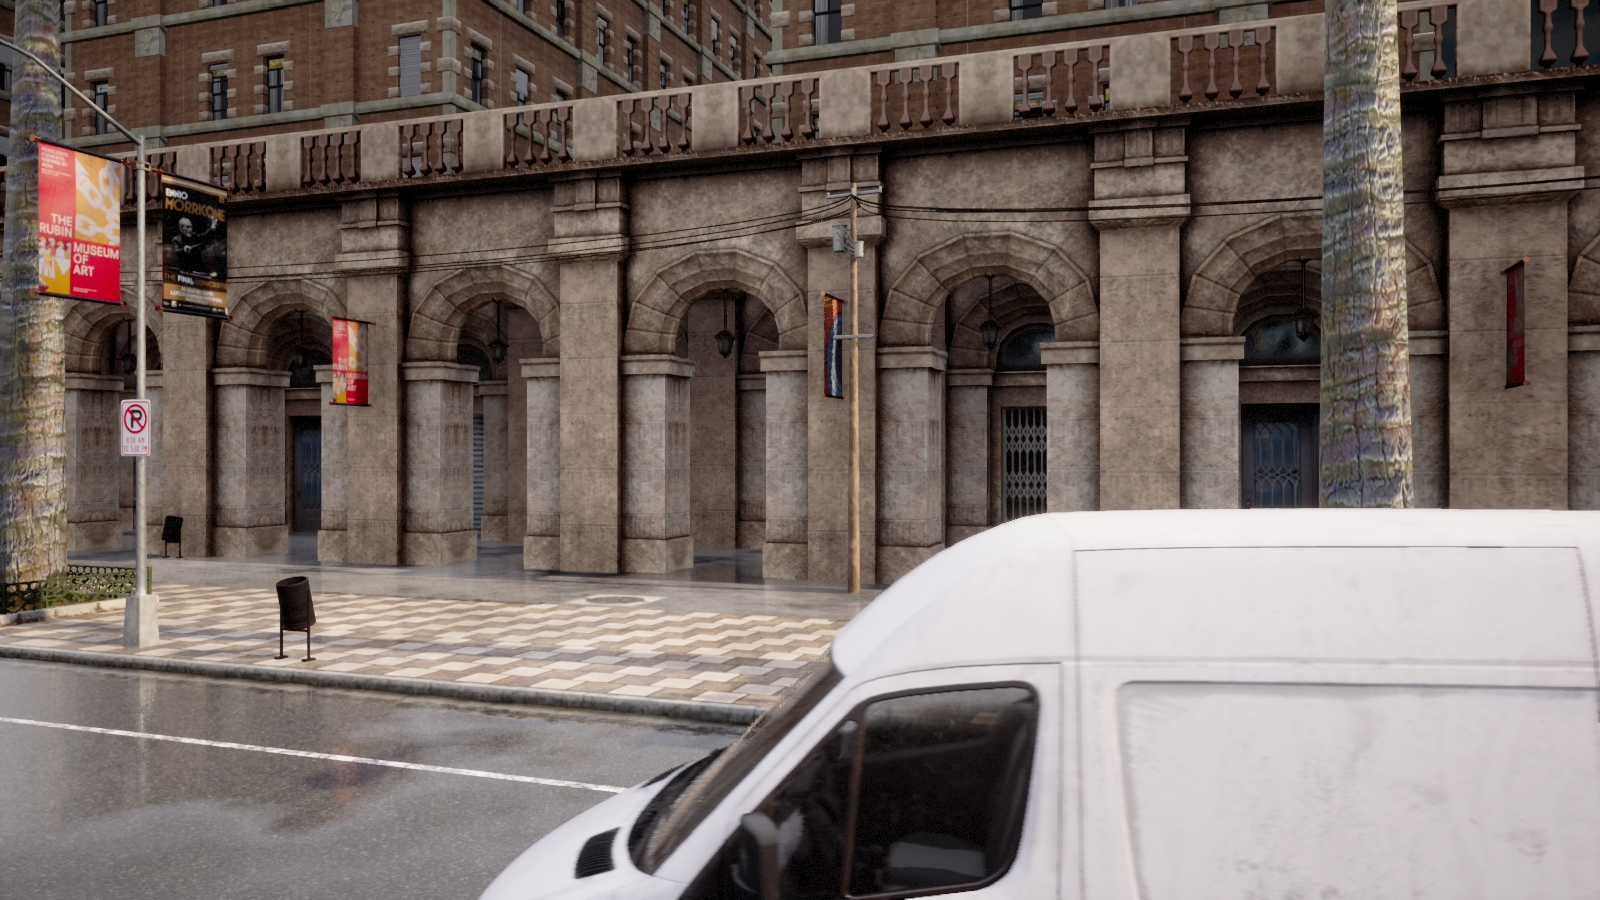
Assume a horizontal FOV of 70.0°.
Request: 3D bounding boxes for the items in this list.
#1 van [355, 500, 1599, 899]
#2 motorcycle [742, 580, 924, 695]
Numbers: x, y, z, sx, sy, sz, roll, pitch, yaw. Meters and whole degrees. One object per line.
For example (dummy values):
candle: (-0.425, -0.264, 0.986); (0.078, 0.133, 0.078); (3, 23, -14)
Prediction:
van: (1.561, 1.534, 4.422); (5.915, 2.561, 1.988); (0, 0, 9)
motorcycle: (0.395, 2.215, 13.714); (2.033, 1.145, 0.803); (0, 0, 20)
